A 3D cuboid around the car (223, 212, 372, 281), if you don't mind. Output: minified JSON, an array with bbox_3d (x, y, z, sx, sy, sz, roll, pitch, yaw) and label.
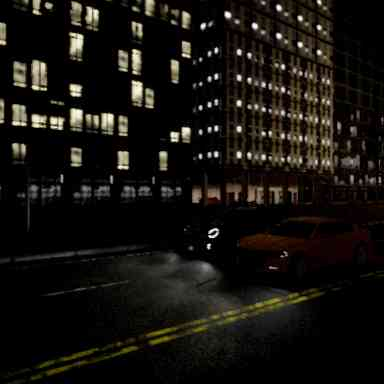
[{"bbox_3d":[3.537,1.513,10.192,5.008,1.535,1.882,0,0,-35],"label":"car"}]

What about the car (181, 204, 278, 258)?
[{"bbox_3d":[1.793,1.389,12.940,4.553,1.767,2.097,0,0,-35],"label":"car"}]
